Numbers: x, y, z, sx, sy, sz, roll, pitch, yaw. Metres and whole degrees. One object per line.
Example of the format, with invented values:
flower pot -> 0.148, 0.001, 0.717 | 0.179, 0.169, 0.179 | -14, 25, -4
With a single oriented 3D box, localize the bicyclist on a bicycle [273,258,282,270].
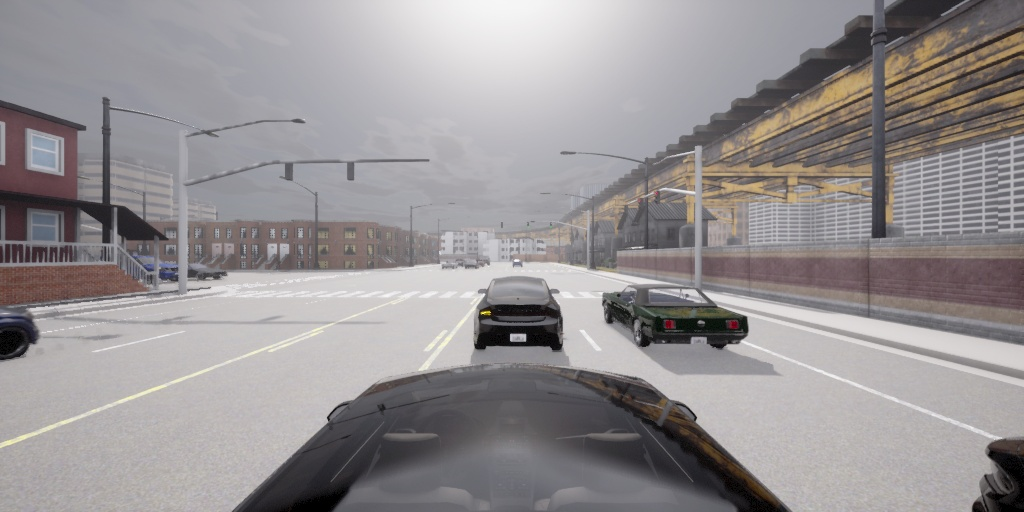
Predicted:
bicyclist on a bicycle -> -30.533, 1.050, 46.684 | 0.582, 1.620, 1.656 | 0, 0, 1

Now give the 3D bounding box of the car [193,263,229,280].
car -> -27.093, 1.297, 30.144 | 5.357, 1.411, 2.033 | 0, 0, 1

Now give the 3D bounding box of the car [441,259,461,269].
car -> -9.801, 1.351, 56.657 | 1.895, 1.301, 4.718 | 0, 0, 2

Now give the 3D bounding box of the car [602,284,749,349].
car -> 3.669, 1.351, 9.157 | 1.895, 1.301, 4.718 | 0, 0, 1

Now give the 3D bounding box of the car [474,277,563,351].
car -> 0.163, 1.255, 9.012 | 1.837, 1.490, 4.892 | 0, 0, 1

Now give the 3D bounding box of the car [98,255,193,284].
car -> -27.629, 0.971, 26.658 | 5.566, 2.045, 2.150 | 0, 0, 1

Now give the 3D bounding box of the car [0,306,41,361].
car -> -10.558, 1.314, 5.453 | 1.994, 1.385, 4.181 | 0, 0, 1

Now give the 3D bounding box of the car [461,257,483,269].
car -> -6.294, 1.297, 56.927 | 2.033, 1.411, 5.357 | 0, 0, 1
